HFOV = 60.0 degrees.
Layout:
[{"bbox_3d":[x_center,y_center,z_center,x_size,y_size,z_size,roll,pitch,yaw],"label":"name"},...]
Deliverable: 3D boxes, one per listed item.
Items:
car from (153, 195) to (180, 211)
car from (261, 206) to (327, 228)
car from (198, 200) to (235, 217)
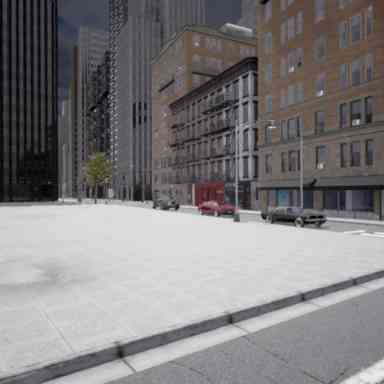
[{"bbox_3d":[-3.532,1.424,44.415,2.150,2.045,5.566,0,-1,-26],"label":"car"},{"bbox_3d":[6.953,1.672,23.092,1.895,1.301,4.718,0,0,-26],"label":"car"},{"bbox_3d":[2.321,1.603,32.490,1.882,1.535,5.008,0,0,-26],"label":"car"}]
